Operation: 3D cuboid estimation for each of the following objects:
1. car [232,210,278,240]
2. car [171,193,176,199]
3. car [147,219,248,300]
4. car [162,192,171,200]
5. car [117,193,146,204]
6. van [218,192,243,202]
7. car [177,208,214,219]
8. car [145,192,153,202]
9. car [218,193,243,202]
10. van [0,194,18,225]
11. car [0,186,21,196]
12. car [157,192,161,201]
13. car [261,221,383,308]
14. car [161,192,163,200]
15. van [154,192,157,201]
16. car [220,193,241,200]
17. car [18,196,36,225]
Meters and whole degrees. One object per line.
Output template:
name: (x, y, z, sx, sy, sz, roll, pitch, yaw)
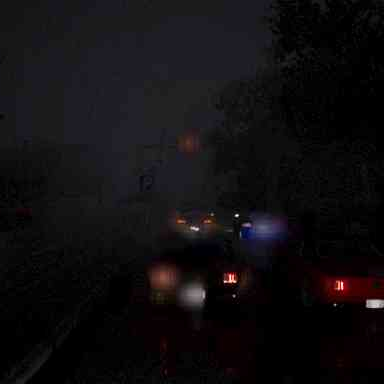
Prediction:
car: (3.164, 1.588, 16.607, 1.994, 1.385, 4.181, 0, 0, 1)
car: (-8.000, 1.064, 88.296, 5.566, 2.045, 2.435, -1, 0, -12)
car: (0.110, 1.612, 8.350, 1.895, 1.301, 4.718, 0, 0, 0)
car: (-8.450, 1.356, 85.290, 4.674, 1.452, 2.002, -1, 0, -12)
car: (-11.442, 1.357, 61.356, 4.792, 1.488, 2.163, -1, 0, -15)
van: (7.285, 1.042, 63.949, 4.442, 1.987, 1.878, 1, 0, -14)
car: (0.172, 1.552, 17.452, 1.812, 1.442, 4.674, 0, 0, 1)
car: (-10.797, 1.314, 64.348, 5.366, 1.575, 1.946, -1, 0, -15)
car: (7.669, 1.141, 66.919, 4.553, 1.767, 2.185, 1, 0, -14)
van: (-13.602, 1.296, 20.572, 4.442, 1.987, 1.878, -1, 0, -19)
car: (-28.163, 0.136, 52.224, 2.002, 1.452, 4.674, 6, -3, -19)
car: (-10.010, 1.321, 73.311, 4.892, 1.521, 2.231, -1, 0, -14)
car: (3.120, 1.611, 7.859, 1.895, 1.301, 4.718, 0, 0, 0)
car: (-9.637, 1.359, 76.306, 4.674, 1.452, 2.002, -1, 0, -13)
van: (-10.238, 1.092, 70.340, 4.442, 1.987, 1.878, -1, 0, -14)
car: (9.460, 1.128, 81.619, 4.553, 1.767, 2.185, 1, 0, -12)
car: (-13.627, 1.403, 23.549, 4.553, 1.767, 2.185, -1, 0, -19)
